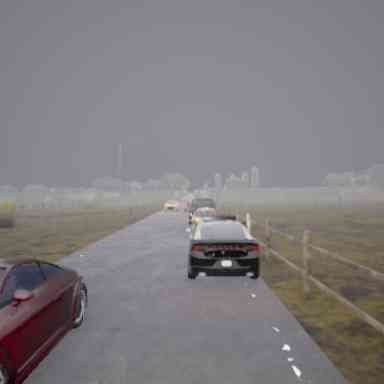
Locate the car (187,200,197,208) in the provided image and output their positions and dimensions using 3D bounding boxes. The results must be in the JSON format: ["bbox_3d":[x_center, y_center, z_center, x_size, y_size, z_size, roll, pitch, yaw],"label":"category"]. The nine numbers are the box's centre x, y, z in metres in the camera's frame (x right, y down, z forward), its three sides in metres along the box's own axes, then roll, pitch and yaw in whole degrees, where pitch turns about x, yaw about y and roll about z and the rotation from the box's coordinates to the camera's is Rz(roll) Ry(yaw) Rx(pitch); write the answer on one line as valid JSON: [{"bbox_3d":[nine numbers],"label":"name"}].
[{"bbox_3d":[0.004,2.123,60.662,1.812,1.442,4.674,0,-1,0],"label":"car"}]

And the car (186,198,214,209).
[{"bbox_3d":[0.827,1.481,26.449,2.150,2.045,5.566,0,-1,0],"label":"car"}]

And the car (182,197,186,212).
[{"bbox_3d":[0.014,1.814,46.786,2.097,1.767,4.553,0,-1,0],"label":"car"}]

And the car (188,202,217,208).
[{"bbox_3d":[0.826,1.655,20.606,1.801,1.575,5.366,0,-1,0],"label":"car"}]

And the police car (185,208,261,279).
[{"bbox_3d":[0.826,1.527,10.527,1.930,1.638,5.238,0,-1,0],"label":"police car"}]

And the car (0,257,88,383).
[{"bbox_3d":[-2.850,1.606,4.298,1.994,1.385,4.181,0,-1,0],"label":"car"}]

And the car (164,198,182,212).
[{"bbox_3d":[-2.840,1.936,46.449,1.882,1.535,5.008,0,-1,0],"label":"car"}]
